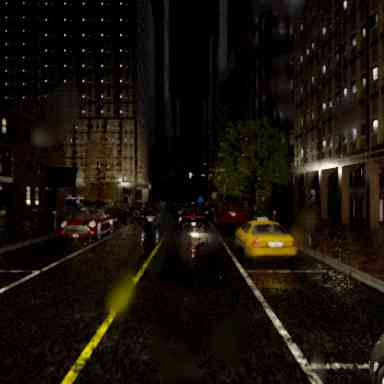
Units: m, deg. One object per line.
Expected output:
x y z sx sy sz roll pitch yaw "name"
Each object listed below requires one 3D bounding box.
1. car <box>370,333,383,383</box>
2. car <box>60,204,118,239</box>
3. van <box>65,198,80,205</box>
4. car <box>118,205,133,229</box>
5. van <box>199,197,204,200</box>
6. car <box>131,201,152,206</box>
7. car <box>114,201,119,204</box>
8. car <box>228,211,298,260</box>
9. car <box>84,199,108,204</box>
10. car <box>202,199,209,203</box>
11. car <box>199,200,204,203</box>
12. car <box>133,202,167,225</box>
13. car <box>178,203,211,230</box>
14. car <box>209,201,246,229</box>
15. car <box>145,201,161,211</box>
2.687 1.570 1.747 2.008 1.369 4.403 0 -1 0 "car"
-5.698 1.636 18.314 1.967 1.590 4.097 0 -1 0 "car"
-24.161 2.034 65.478 3.998 1.788 1.690 0 0 1 "van"
-5.698 1.837 23.836 1.802 1.307 4.206 0 -1 0 "car"
2.666 2.355 95.055 1.690 1.788 3.998 0 -1 0 "van"
-5.701 1.814 34.886 1.967 1.590 4.097 0 -1 0 "car"
-18.536 2.296 73.801 4.403 1.369 2.008 0 0 1 "car"
2.684 1.664 12.964 1.752 1.417 4.829 0 -1 0 "car"
-18.621 2.015 65.422 5.009 1.841 2.192 0 0 1 "car"
2.806 2.133 51.462 1.802 1.307 4.206 0 -1 0 "car"
0.092 2.006 41.247 1.994 1.385 4.181 0 -1 0 "car"
-3.005 1.776 26.418 2.128 1.511 4.902 0 -1 0 "car"
0.098 1.752 23.050 1.837 1.490 4.892 0 0 0 "car"
2.680 1.570 23.845 2.192 1.841 5.009 0 -1 0 "car"
-5.833 2.082 50.084 1.887 1.381 4.507 0 -1 0 "car"
